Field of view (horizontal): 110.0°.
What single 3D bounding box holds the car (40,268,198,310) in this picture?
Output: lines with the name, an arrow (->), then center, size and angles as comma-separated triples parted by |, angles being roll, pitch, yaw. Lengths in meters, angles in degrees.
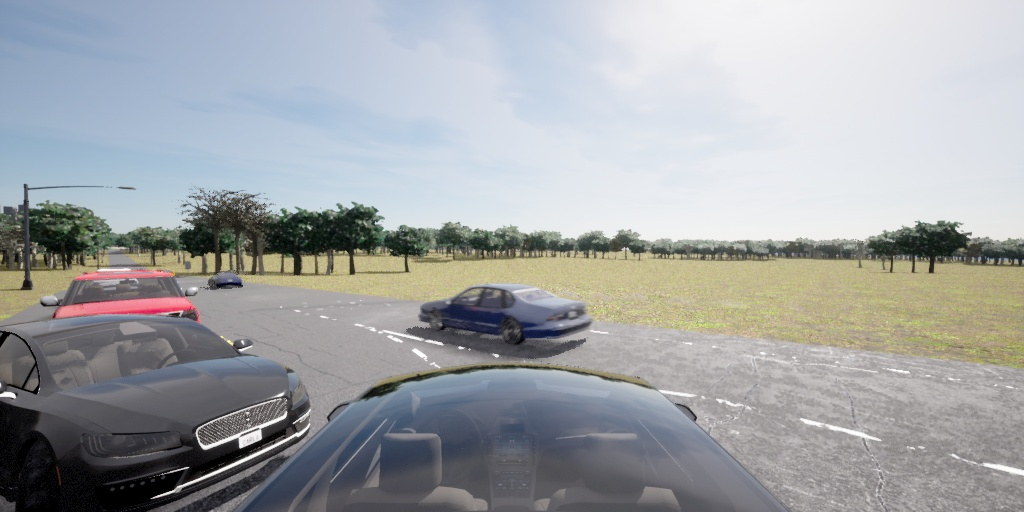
car -> -9.365, 1.386, 8.720 | 5.566, 2.045, 2.150 | -2, 0, 42

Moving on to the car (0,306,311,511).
car -> -4.513, 1.445, 4.013 | 4.892, 1.490, 1.837 | -3, -3, 22

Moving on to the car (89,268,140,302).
car -> -27.747, 1.890, 25.038 | 5.566, 2.045, 2.150 | -2, 0, 42

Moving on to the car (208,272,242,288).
car -> -26.976, 2.238, 33.701 | 4.181, 1.385, 1.994 | -2, 0, 42

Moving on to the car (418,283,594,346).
car -> -0.431, 1.493, 10.166 | 5.357, 1.411, 2.033 | -2, -1, 41
